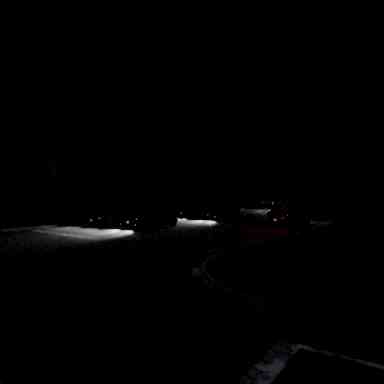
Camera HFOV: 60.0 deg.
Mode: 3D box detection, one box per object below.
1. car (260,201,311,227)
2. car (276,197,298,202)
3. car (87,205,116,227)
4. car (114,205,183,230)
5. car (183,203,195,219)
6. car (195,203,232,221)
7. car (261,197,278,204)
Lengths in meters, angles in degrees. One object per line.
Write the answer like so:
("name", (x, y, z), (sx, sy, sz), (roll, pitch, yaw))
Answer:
("car", (6.912, 1.621, 23.725), (1.812, 1.442, 4.674), (-1, 0, 39))
("car", (12.926, 1.670, 43.030), (1.994, 1.385, 4.181), (-1, 0, 37))
("car", (-5.548, 1.739, 25.131), (1.837, 1.490, 4.892), (-1, 0, 39))
("car", (-2.887, 1.755, 22.853), (1.994, 1.385, 4.181), (-1, 0, 39))
("car", (0.232, 1.783, 32.362), (1.994, 1.385, 4.181), (-1, 0, 39))
("car", (2.555, 1.741, 29.669), (1.994, 1.385, 4.181), (-1, 0, 38))
("car", (11.374, 1.487, 46.799), (2.097, 1.767, 4.553), (-1, 0, 37))
